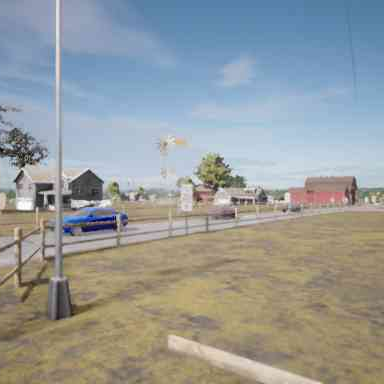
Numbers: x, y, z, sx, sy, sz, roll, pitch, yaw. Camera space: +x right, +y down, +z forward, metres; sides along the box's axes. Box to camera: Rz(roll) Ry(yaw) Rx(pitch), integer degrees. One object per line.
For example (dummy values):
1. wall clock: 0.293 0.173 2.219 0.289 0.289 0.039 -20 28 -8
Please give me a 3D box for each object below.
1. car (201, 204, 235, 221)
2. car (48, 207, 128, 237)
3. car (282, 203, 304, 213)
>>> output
1. car: 2.702 1.944 32.273 1.812 1.442 4.674 0 -1 36
2. car: -6.107 1.693 19.979 1.882 1.535 5.008 0 0 35
3. car: 15.025 2.324 49.228 2.033 1.411 5.357 0 -1 36
